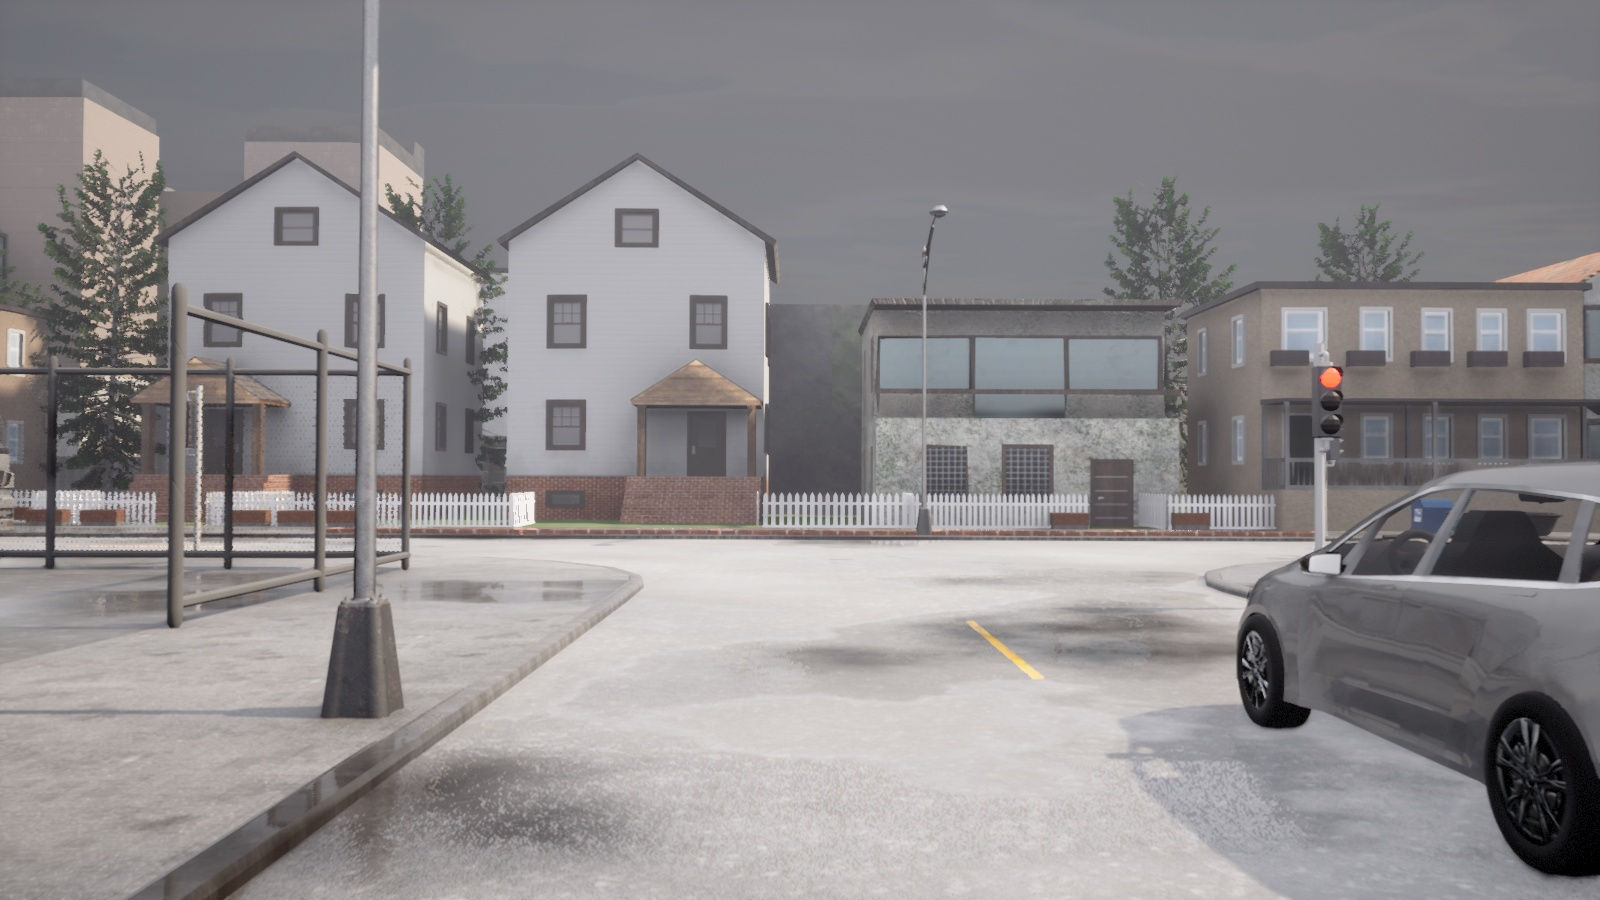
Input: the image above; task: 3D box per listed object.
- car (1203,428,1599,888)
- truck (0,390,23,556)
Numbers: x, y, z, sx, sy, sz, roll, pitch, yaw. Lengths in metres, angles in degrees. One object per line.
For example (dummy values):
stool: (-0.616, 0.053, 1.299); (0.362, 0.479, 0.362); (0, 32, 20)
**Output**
car: (3.991, 0.794, 6.523); (2.242, 1.667, 4.611); (0, -1, -1)
truck: (-20.700, 0.486, 25.638); (7.936, 3.462, 2.891); (0, -1, 3)
